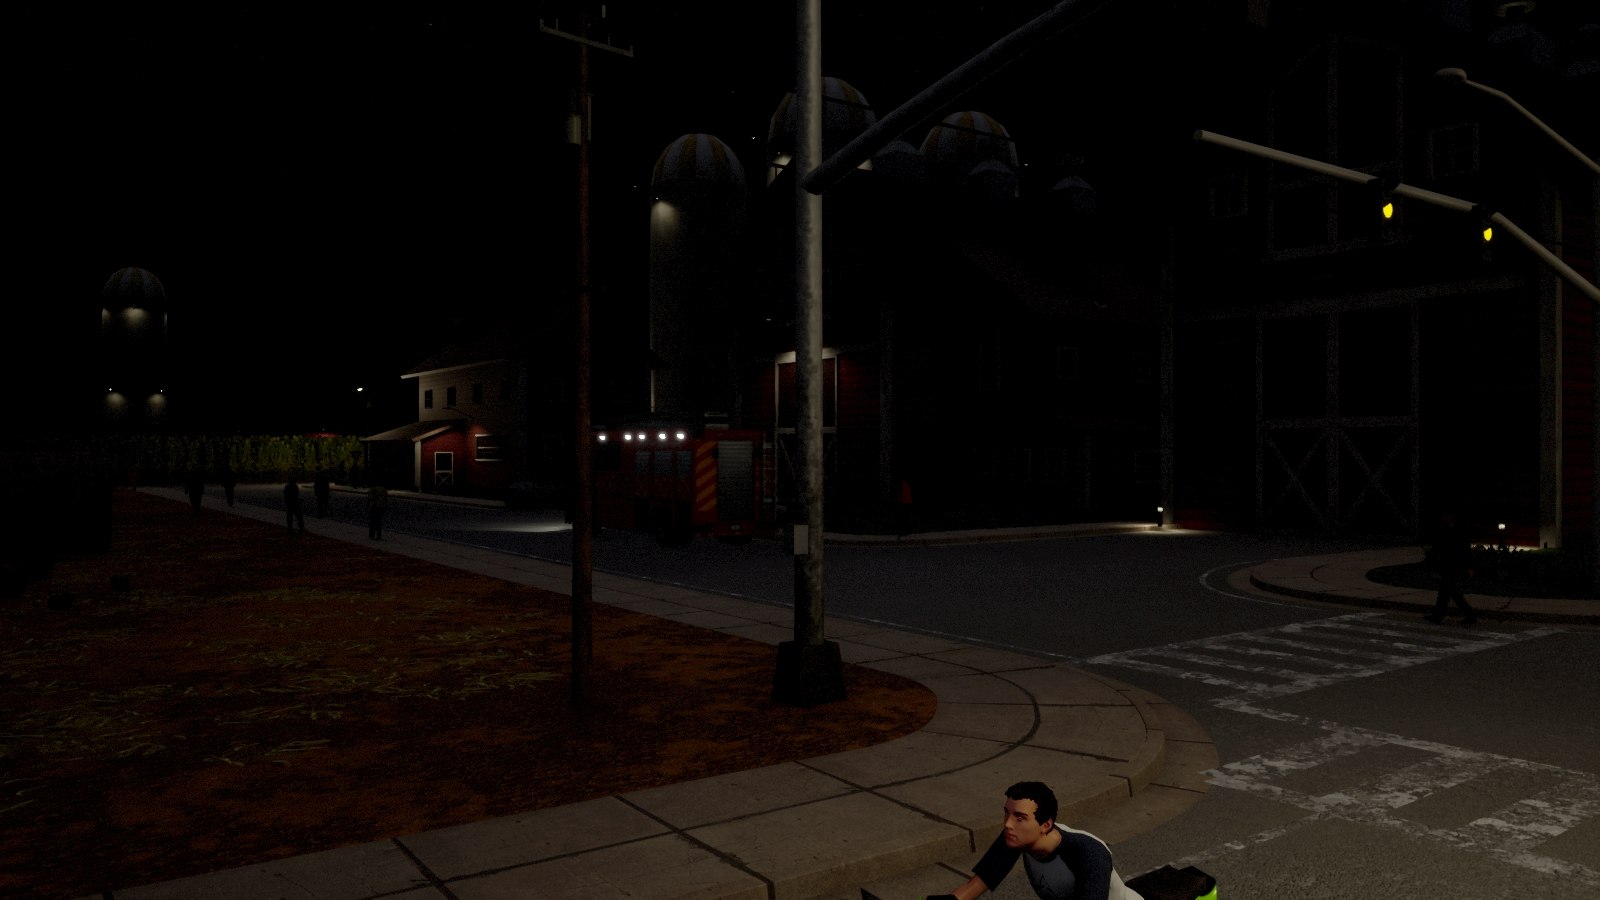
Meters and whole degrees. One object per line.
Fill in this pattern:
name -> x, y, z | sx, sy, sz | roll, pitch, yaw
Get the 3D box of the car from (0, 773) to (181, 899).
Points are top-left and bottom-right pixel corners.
car -> -3.384, 1.906, 1.453 | 4.553, 1.767, 2.097 | 0, 0, -35

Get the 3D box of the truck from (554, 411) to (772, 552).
truck -> -4.478, 0.852, 35.258 | 2.891, 3.827, 8.468 | 0, 0, -36

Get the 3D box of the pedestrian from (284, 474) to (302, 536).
pedestrian -> -15.485, 1.666, 34.897 | 0.375, 1.860, 0.375 | 0, 0, 31

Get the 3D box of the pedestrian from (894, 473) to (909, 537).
pedestrian -> 3.016, 1.626, 33.961 | 0.375, 1.860, 0.375 | 0, 0, 15

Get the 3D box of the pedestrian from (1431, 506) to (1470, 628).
pedestrian -> 10.126, 1.811, 17.781 | 0.375, 1.860, 0.375 | 0, 0, -11

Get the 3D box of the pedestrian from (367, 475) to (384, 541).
pedestrian -> -12.242, 1.665, 32.923 | 0.375, 1.860, 0.375 | 0, 0, -37

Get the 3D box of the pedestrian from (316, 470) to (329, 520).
pedestrian -> -17.720, 1.664, 42.412 | 0.375, 1.860, 0.375 | 0, 0, -36
